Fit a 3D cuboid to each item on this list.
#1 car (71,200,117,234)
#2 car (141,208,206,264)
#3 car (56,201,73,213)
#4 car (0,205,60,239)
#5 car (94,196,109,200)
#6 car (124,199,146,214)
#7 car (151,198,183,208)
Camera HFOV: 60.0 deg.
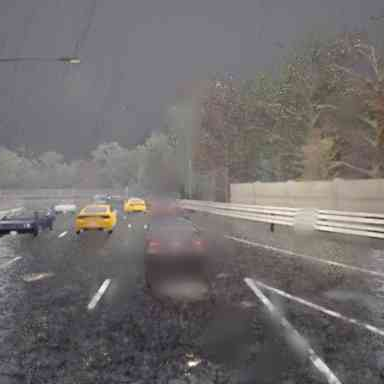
[{"bbox_3d":[-5.420,1.471,19.254,1.882,1.535,5.008,0,0,-10],"label":"car"},{"bbox_3d":[-0.723,1.533,11.770,2.033,1.411,5.357,0,0,-7],"label":"car"},{"bbox_3d":[-13.002,1.601,34.279,1.895,1.301,4.718,0,0,-19],"label":"car"},{"bbox_3d":[-8.664,1.609,17.658,1.895,1.301,4.718,0,0,-10],"label":"car"},{"bbox_3d":[-10.012,1.512,36.158,1.812,1.442,4.674,0,0,-20],"label":"car"},{"bbox_3d":[-6.105,1.450,35.315,1.882,1.535,5.008,0,0,-17],"label":"car"},{"bbox_3d":[-2.123,1.321,27.482,2.097,1.767,4.553,0,0,-15],"label":"car"}]
